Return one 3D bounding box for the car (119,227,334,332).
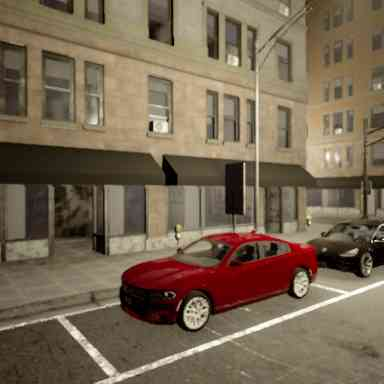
[{"bbox_3d":[0.740,1.537,6.807,4.507,1.381,1.887,0,0,-37],"label":"car"}]

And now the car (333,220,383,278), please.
[{"bbox_3d":[5.151,1.546,10.111,4.313,1.339,1.947,0,0,-37],"label":"car"}]
